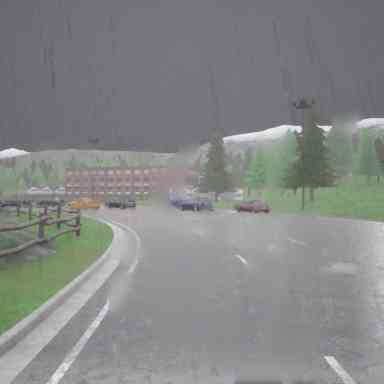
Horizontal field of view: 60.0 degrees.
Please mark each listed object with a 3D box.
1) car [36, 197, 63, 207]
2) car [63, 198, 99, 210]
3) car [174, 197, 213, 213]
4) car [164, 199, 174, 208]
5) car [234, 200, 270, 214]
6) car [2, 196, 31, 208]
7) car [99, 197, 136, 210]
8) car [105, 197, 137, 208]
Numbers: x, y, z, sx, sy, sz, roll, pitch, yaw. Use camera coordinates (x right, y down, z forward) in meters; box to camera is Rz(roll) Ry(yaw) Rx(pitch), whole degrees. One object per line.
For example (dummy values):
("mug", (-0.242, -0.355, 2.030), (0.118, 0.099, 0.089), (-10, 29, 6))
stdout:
("car", (-21.360, 1.526, 50.283), (4.674, 1.442, 1.812), (0, 0, 24))
("car", (-13.694, 1.478, 41.928), (5.008, 1.535, 1.882), (0, 0, 37))
("car", (0.322, 1.352, 37.958), (2.097, 1.767, 4.553), (0, 0, -35))
("car", (-1.782, 1.478, 45.638), (1.882, 1.535, 5.008), (0, 0, -43))
("car", (6.323, 1.564, 35.427), (1.994, 1.385, 4.181), (0, 0, -30))
("car", (-25.603, 1.352, 48.256), (4.553, 1.767, 2.097), (0, 0, 20))
("car", (-9.266, 1.491, 42.808), (4.902, 1.511, 2.128), (0, 0, 41))
("car", (-10.364, 1.505, 48.273), (4.892, 1.490, 1.837), (0, 0, 37))
